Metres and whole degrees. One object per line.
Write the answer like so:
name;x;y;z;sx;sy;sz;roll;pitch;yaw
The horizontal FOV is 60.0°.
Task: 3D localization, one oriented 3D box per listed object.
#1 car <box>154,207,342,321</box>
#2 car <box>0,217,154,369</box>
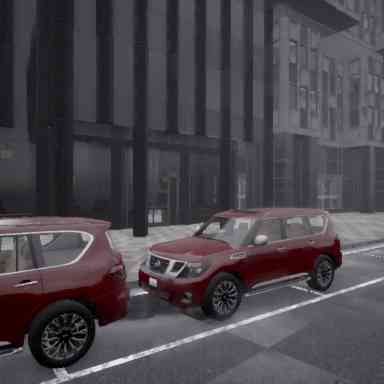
car;1.343;1.314;7.479;5.009;1.841;2.192;0;0;-35
car;-3.254;1.315;4.211;5.009;1.841;2.192;0;0;-35
